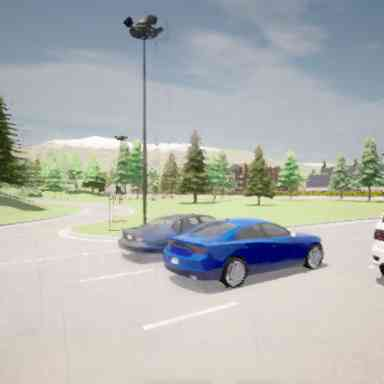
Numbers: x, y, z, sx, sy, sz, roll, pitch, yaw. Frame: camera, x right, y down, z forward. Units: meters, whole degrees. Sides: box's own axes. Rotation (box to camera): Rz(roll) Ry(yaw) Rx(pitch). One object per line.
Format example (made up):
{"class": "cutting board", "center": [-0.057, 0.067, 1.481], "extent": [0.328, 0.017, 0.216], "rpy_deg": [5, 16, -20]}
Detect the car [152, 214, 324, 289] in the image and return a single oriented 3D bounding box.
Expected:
{"class": "car", "center": [1.622, 1.447, 9.206], "extent": [5.008, 1.535, 1.882], "rpy_deg": [0, 0, -36]}

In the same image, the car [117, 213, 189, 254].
{"class": "car", "center": [0.012, 1.514, 12.358], "extent": [5.357, 1.411, 2.033], "rpy_deg": [0, 0, -36]}

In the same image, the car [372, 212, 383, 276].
{"class": "car", "center": [6.912, 1.170, 8.684], "extent": [5.566, 2.045, 2.150], "rpy_deg": [0, 0, -36]}
